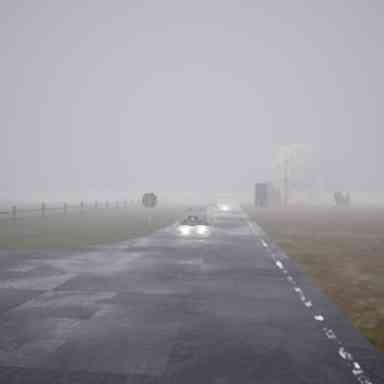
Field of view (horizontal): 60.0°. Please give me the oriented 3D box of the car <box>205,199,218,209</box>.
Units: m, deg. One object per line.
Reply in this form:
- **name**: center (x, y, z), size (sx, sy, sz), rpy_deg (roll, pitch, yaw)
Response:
- **car**: center (2.979, 1.787, 50.623), size (1.812, 1.442, 4.674), rpy_deg (0, 0, 6)

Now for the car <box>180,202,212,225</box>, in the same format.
- **car**: center (0.264, 1.742, 25.557), size (1.994, 1.385, 4.181), rpy_deg (0, 0, 6)
